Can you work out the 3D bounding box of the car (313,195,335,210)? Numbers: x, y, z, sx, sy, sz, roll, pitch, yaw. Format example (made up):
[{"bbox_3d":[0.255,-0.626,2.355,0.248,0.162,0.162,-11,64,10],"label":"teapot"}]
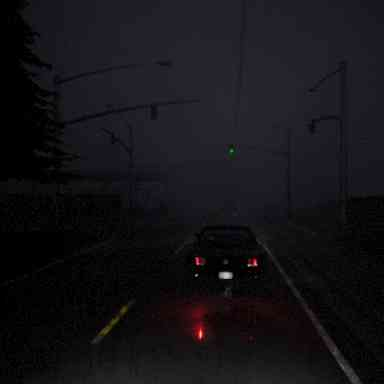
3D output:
[{"bbox_3d":[17.336,1.476,40.169,5.027,1.636,2.152,0,0,6],"label":"car"}]

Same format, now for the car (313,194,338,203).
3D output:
[{"bbox_3d":[29.396,1.358,73.362,4.605,1.855,1.932,0,0,6],"label":"car"}]

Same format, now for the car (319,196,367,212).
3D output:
[{"bbox_3d":[17.052,1.476,37.045,4.514,1.523,2.007,0,0,6],"label":"car"}]

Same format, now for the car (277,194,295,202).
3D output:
[{"bbox_3d":[20.962,1.608,74.234,3.806,1.475,1.970,0,0,6],"label":"car"}]

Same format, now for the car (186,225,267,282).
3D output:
[{"bbox_3d":[1.000,1.630,9.837,1.895,1.301,4.718,0,0,6],"label":"car"}]

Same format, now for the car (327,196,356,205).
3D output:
[{"bbox_3d":[27.352,1.521,61.053,4.514,1.523,2.007,0,0,6],"label":"car"}]

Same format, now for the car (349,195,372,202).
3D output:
[{"bbox_3d":[40.094,1.596,79.188,4.514,1.523,2.007,0,0,6],"label":"car"}]

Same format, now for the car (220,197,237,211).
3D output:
[{"bbox_3d":[4.658,1.477,42.311,2.097,1.767,4.553,0,0,7],"label":"car"}]

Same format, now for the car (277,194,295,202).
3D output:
[{"bbox_3d":[21.927,1.334,77.474,3.866,1.878,1.905,0,0,6],"label":"car"}]
